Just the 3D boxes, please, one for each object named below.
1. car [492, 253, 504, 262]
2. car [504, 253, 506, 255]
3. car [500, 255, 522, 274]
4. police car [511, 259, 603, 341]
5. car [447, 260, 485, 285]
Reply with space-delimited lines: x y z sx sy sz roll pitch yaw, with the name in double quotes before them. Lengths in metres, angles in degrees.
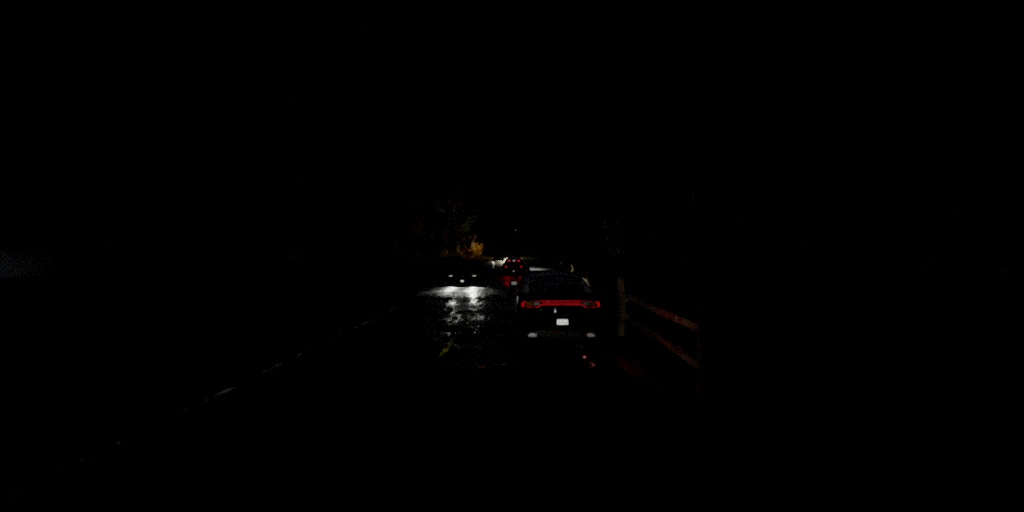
"car" -2.486 0.251 64.871 1.837 1.490 4.892 0 1 1
"car" 0.282 0.588 46.292 2.033 1.411 5.357 0 1 1
"car" 0.182 0.876 31.486 1.895 1.301 4.718 0 1 1
"police car" 1.002 1.049 9.603 1.930 1.638 5.238 0 1 0
"car" -2.748 0.965 22.512 2.033 1.411 5.357 0 1 0
